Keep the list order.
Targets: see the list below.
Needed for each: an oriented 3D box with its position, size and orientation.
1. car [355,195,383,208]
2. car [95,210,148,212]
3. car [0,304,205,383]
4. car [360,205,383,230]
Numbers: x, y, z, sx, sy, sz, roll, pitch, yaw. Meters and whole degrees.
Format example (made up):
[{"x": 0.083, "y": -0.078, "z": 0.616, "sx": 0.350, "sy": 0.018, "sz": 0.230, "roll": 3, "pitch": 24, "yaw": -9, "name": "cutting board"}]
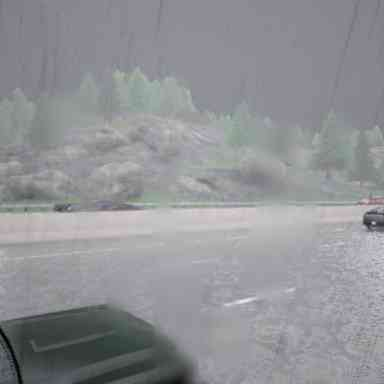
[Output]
[{"x": 27.190, "y": 1.424, "z": 50.250, "sx": 4.553, "sy": 1.767, "sz": 2.097, "roll": 1, "pitch": 0, "yaw": -22, "name": "car"}, {"x": -4.902, "y": 1.401, "z": 21.730, "sx": 4.181, "sy": 1.385, "sz": 1.994, "roll": 0, "pitch": 0, "yaw": -33, "name": "car"}, {"x": -2.210, "y": 1.561, "z": 2.175, "sx": 4.718, "sy": 1.301, "sz": 1.895, "roll": 0, "pitch": 0, "yaw": -36, "name": "car"}, {"x": 12.237, "y": 1.536, "z": 19.696, "sx": 4.902, "sy": 1.511, "sz": 2.128, "roll": 0, "pitch": 0, "yaw": -29, "name": "car"}]
